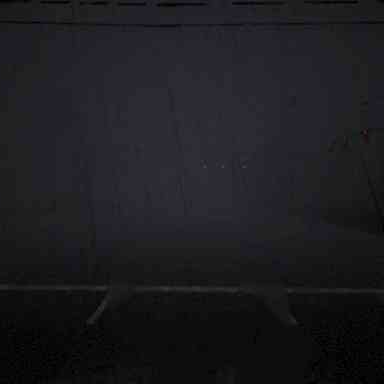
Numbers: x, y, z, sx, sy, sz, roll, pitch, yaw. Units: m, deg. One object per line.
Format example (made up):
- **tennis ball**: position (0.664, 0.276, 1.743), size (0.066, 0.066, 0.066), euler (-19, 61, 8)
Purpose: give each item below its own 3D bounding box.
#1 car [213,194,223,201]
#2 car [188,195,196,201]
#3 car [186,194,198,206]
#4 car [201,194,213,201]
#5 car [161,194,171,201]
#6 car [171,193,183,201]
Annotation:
- **car**: position (6.981, 1.521, 86.120), size (1.994, 1.385, 4.181), euler (0, 0, 0)
- **car**: position (-0.019, 1.521, 86.196), size (1.994, 1.385, 4.181), euler (0, 0, 0)
- **car**: position (-0.013, 1.458, 55.798), size (1.882, 1.535, 5.008), euler (0, 0, 0)
- **car**: position (3.481, 1.494, 85.757), size (2.128, 1.511, 4.902), euler (0, 0, 0)
- **car**: position (-7.019, 1.508, 85.628), size (2.033, 1.411, 5.357), euler (0, 0, 0)
- **car**: position (-3.519, 1.194, 85.636), size (2.150, 2.045, 5.566), euler (0, 0, 0)
